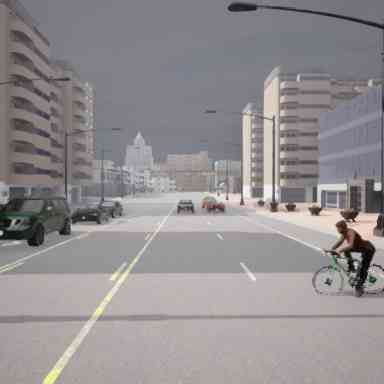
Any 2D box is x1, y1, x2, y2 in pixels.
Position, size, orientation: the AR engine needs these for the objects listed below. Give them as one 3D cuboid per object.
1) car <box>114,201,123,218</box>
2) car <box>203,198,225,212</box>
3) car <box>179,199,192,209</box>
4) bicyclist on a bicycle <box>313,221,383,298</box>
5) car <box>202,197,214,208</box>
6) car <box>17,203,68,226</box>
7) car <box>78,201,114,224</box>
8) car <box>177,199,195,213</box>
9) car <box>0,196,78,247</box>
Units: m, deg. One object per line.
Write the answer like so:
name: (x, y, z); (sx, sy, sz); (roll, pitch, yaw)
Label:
car: (-7.705, 1.544, 30.771); (1.882, 1.535, 5.008); (0, 0, 0)
car: (2.751, 1.698, 39.731); (1.895, 1.301, 4.718); (0, 0, -1)
car: (-0.936, 1.727, 48.143); (1.895, 1.301, 4.718); (0, 0, -1)
bicyclist on a bicycle: (3.405, 1.451, 7.181); (1.656, 1.620, 0.582); (-2, 0, -1)
car: (2.540, 1.481, 49.137); (2.097, 1.767, 4.553); (0, 0, -1)
car: (-11.027, 1.613, 24.868); (1.994, 1.385, 4.181); (0, 0, -1)
car: (-7.528, 1.610, 24.945); (1.994, 1.385, 4.181); (0, 0, -1)
car: (-0.716, 1.583, 38.180); (2.128, 1.511, 4.902); (0, 0, -1)
car: (-7.409, 1.235, 15.477); (2.150, 2.045, 5.566); (0, 0, -1)
